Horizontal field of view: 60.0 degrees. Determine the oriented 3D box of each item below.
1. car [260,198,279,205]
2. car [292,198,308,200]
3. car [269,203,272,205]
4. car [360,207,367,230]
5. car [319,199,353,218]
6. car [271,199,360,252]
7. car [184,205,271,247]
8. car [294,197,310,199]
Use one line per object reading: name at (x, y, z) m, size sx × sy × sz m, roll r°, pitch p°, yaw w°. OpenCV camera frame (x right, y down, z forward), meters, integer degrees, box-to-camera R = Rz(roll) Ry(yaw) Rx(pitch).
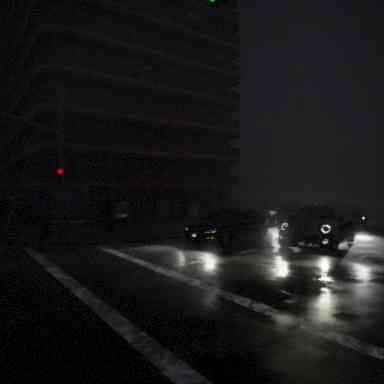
car at (10.455, 1.547, 43.438) m, size 1.882 × 1.535 × 5.008 m, roll 0°, pitch 1°, yaw -8°
car at (10.008, 1.603, 31.943) m, size 1.994 × 1.385 × 4.181 m, roll 0°, pitch 0°, yaw 10°
car at (6.772, 1.582, 22.525) m, size 1.994 × 1.385 × 4.181 m, roll 0°, pitch 0°, yaw 25°
car at (10.283, 1.612, 21.673) m, size 1.895 × 1.301 × 4.718 m, roll 0°, pitch 0°, yaw 25°
car at (13.489, 1.510, 31.454) m, size 1.882 × 1.535 × 5.008 m, roll 0°, pitch 0°, yaw 10°
car at (5.402, 1.349, 14.126) m, size 2.097 × 1.767 × 4.553 m, roll 0°, pitch 0°, yaw 37°
car at (1.719, 1.510, 15.186) m, size 1.837 × 1.490 × 4.892 m, roll 0°, pitch 0°, yaw 43°
car at (14.030, 1.412, 41.903) m, size 2.097 × 1.767 × 4.553 m, roll 0°, pitch 0°, yaw -5°
